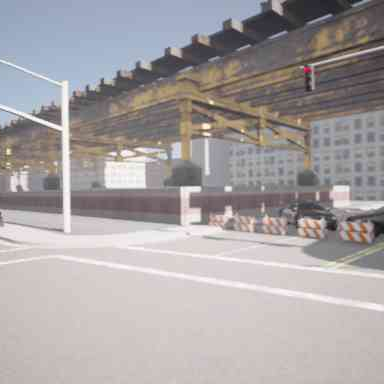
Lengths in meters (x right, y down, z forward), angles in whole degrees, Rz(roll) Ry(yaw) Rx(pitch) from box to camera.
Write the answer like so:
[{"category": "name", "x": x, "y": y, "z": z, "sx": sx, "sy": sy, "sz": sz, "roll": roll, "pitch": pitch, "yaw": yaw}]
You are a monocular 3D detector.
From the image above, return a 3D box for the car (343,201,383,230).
[{"category": "car", "x": 9.617, "y": 1.054, "z": 15.298, "sx": 4.536, "sy": 1.218, "sz": 1.853, "roll": -1, "pitch": 0, "yaw": 10}]

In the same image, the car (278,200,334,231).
[{"category": "car", "x": 6.370, "y": 1.247, "z": 18.625, "sx": 2.038, "sy": 1.542, "sz": 4.974, "roll": -1, "pitch": 0, "yaw": 0}]

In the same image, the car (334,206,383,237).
[{"category": "car", "x": 9.568, "y": 1.212, "z": 15.307, "sx": 4.974, "sy": 1.542, "sz": 2.038, "roll": -1, "pitch": 0, "yaw": 10}]

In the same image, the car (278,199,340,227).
[{"category": "car", "x": 6.367, "y": 1.089, "z": 18.676, "sx": 1.853, "sy": 1.218, "sz": 4.536, "roll": -1, "pitch": 0, "yaw": 0}]
